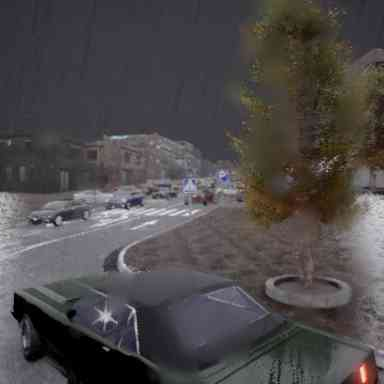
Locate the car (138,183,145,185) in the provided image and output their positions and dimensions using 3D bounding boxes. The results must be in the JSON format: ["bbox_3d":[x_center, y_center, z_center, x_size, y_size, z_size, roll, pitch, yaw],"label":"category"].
[{"bbox_3d":[-8.488,-0.062,40.598,4.553,1.767,2.185,-2,4,-4],"label":"car"}]

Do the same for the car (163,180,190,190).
[{"bbox_3d":[-2.878,-1.271,60.388,4.792,1.488,2.163,-2,3,-4],"label":"car"}]

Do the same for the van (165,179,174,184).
[{"bbox_3d":[-5.443,-0.938,51.909,4.442,1.987,1.878,-2,4,-4],"label":"van"}]

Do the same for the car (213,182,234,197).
[{"bbox_3d":[5.173,-0.169,41.738,4.674,1.442,1.812,1,4,22],"label":"car"}]

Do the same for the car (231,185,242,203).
[{"bbox_3d":[6.661,0.422,31.864,5.008,1.535,2.097,0,4,-2],"label":"car"}]

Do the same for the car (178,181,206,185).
[{"bbox_3d":[0.040,-0.459,48.647,1.895,1.301,4.718,1,4,21],"label":"car"}]

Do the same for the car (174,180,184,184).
[{"bbox_3d":[-4.332,-0.920,54.764,5.366,1.575,1.946,-2,3,-4],"label":"car"}]

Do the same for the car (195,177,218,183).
[{"bbox_3d":[2.489,-1.218,55.922,2.097,1.767,4.553,0,4,16],"label":"car"}]

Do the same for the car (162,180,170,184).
[{"bbox_3d":[-6.126,-0.522,49.109,5.008,1.535,2.097,-2,3,-4],"label":"car"}]

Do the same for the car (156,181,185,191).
[{"bbox_3d":[-3.722,-1.105,57.570,5.008,1.535,2.097,-2,3,-4],"label":"car"}]

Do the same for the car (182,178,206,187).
[{"bbox_3d":[0.342,-2.076,71.641,5.008,1.535,2.097,-2,4,-4],"label":"car"}]

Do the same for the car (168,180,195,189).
[{"bbox_3d":[-2.108,-1.494,63.204,5.008,1.535,2.097,-2,3,-4],"label":"car"}]

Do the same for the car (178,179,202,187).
[{"bbox_3d":[-0.471,-1.881,68.825,4.892,1.521,2.231,-2,4,-4],"label":"car"}]

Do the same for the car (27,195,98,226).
[{"bbox_3d":[-8.490,1.257,21.742,1.837,1.490,4.892,0,3,16],"label":"car"}]

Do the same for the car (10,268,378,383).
[{"bbox_3d":[-0.557,1.661,4.121,4.718,1.301,1.895,0,-1,44],"label":"car"}]

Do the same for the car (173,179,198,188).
[{"bbox_3d":[-1.286,-1.687,66.014,4.892,1.521,2.231,-2,4,-4],"label":"car"}]

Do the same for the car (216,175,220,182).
[{"bbox_3d":[3.624,-2.816,82.887,5.008,1.535,2.097,-2,3,-4],"label":"car"}]

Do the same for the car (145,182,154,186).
[{"bbox_3d":[-7.746,-0.101,43.438,4.792,1.488,2.163,-2,4,-4],"label":"car"}]

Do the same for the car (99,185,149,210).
[{"bbox_3d":[-6.060,0.571,30.319,2.097,1.767,4.553,0,4,16],"label":"car"}]

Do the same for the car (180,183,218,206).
[{"bbox_3d":[0.802,0.311,32.699,2.097,1.767,4.553,0,4,17],"label":"car"}]

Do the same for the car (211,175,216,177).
[{"bbox_3d":[2.821,-2.764,80.065,4.553,1.767,2.185,-2,4,-4],"label":"car"}]

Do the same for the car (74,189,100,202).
[{"bbox_3d":[-10.105,0.495,34.941,4.674,1.452,2.002,-2,3,-4],"label":"car"}]

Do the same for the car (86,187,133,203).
[{"bbox_3d":[-9.281,0.288,37.779,4.792,1.488,2.163,-2,3,-4],"label":"car"}]

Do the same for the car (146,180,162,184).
[{"bbox_3d":[-6.892,-0.453,46.264,4.553,1.767,2.185,-2,4,-4],"label":"car"}]

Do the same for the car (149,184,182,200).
[{"bbox_3d":[-3.202,0.122,39.874,1.994,1.385,4.181,0,4,18],"label":"car"}]

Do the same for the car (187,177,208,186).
[{"bbox_3d":[1.181,-2.394,74.445,4.553,1.767,2.185,-2,4,-4],"label":"car"}]
